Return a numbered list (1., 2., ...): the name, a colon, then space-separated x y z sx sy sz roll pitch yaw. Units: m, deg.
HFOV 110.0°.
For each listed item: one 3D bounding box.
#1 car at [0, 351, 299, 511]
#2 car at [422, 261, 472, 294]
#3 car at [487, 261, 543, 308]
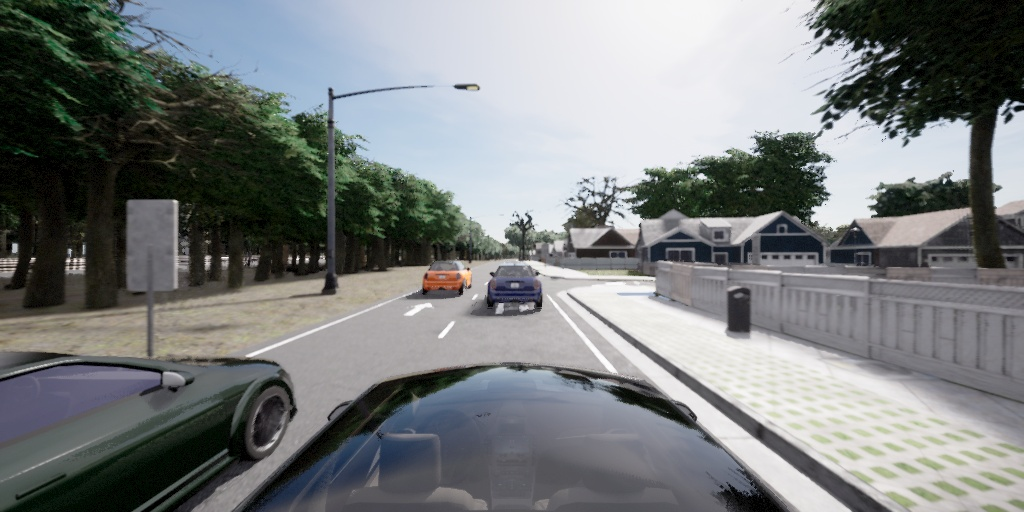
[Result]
1. car: -3.400 1.314 2.327 1.994 1.385 4.181 0 0 0
2. car: -3.400 1.029 19.568 2.097 1.767 4.553 0 0 0
3. car: 0.111 1.060 15.015 2.097 1.767 4.553 0 0 0
